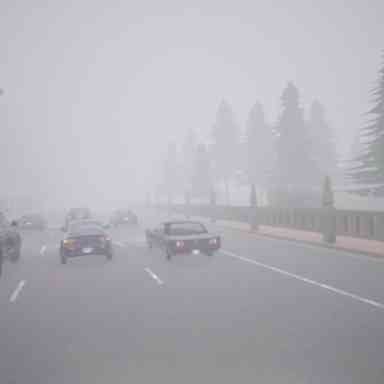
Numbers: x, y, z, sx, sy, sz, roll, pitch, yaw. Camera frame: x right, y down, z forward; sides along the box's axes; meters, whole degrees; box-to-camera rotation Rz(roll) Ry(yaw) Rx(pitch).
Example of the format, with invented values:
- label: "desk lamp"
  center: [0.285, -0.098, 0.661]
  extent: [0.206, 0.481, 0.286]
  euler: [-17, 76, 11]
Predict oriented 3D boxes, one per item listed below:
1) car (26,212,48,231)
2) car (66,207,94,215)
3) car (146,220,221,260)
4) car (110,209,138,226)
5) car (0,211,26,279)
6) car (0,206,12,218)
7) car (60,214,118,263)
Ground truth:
- label: "car"
  center: [-12.472, 2.294, 26.038]
  extent: [1.994, 1.385, 4.181]
  euler: [-1, -1, -19]
- label: "car"
  center: [-9.073, 1.991, 26.900]
  extent: [2.097, 1.767, 4.553]
  euler: [-1, -1, -19]
- label: "car"
  center: [-0.579, 1.804, 13.439]
  extent: [1.895, 1.301, 4.718]
  euler: [-1, -1, -19]
- label: "car"
  center: [-5.893, 2.132, 28.425]
  extent: [1.994, 1.385, 4.181]
  euler: [-1, -1, -19]
- label: "car"
  center: [-7.020, 1.579, 10.619]
  extent: [2.150, 2.045, 5.566]
  euler: [-1, -1, -19]
- label: "car"
  center: [-28.519, 3.011, 49.985]
  extent: [1.882, 1.535, 5.008]
  euler: [-1, -1, -19]
- label: "car"
  center: [-4.287, 1.839, 13.460]
  extent: [1.812, 1.442, 4.674]
  euler: [-1, -1, -19]
